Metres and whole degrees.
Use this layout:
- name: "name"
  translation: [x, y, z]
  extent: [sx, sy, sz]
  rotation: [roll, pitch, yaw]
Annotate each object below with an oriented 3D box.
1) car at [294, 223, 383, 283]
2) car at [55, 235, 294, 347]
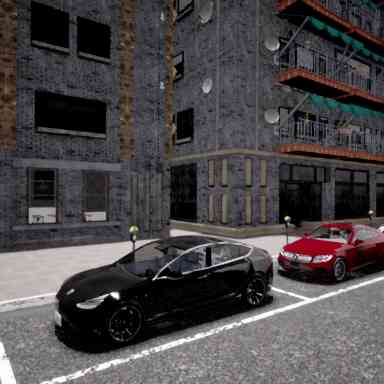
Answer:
- name: "car"
  translation: [4.316, 1.585, 9.675]
  extent: [4.206, 1.307, 1.802]
  rotation: [0, 0, -36]
- name: "car"
  translation: [-0.280, 1.566, 6.368]
  extent: [4.313, 1.339, 1.947]
  rotation: [0, 0, -36]
